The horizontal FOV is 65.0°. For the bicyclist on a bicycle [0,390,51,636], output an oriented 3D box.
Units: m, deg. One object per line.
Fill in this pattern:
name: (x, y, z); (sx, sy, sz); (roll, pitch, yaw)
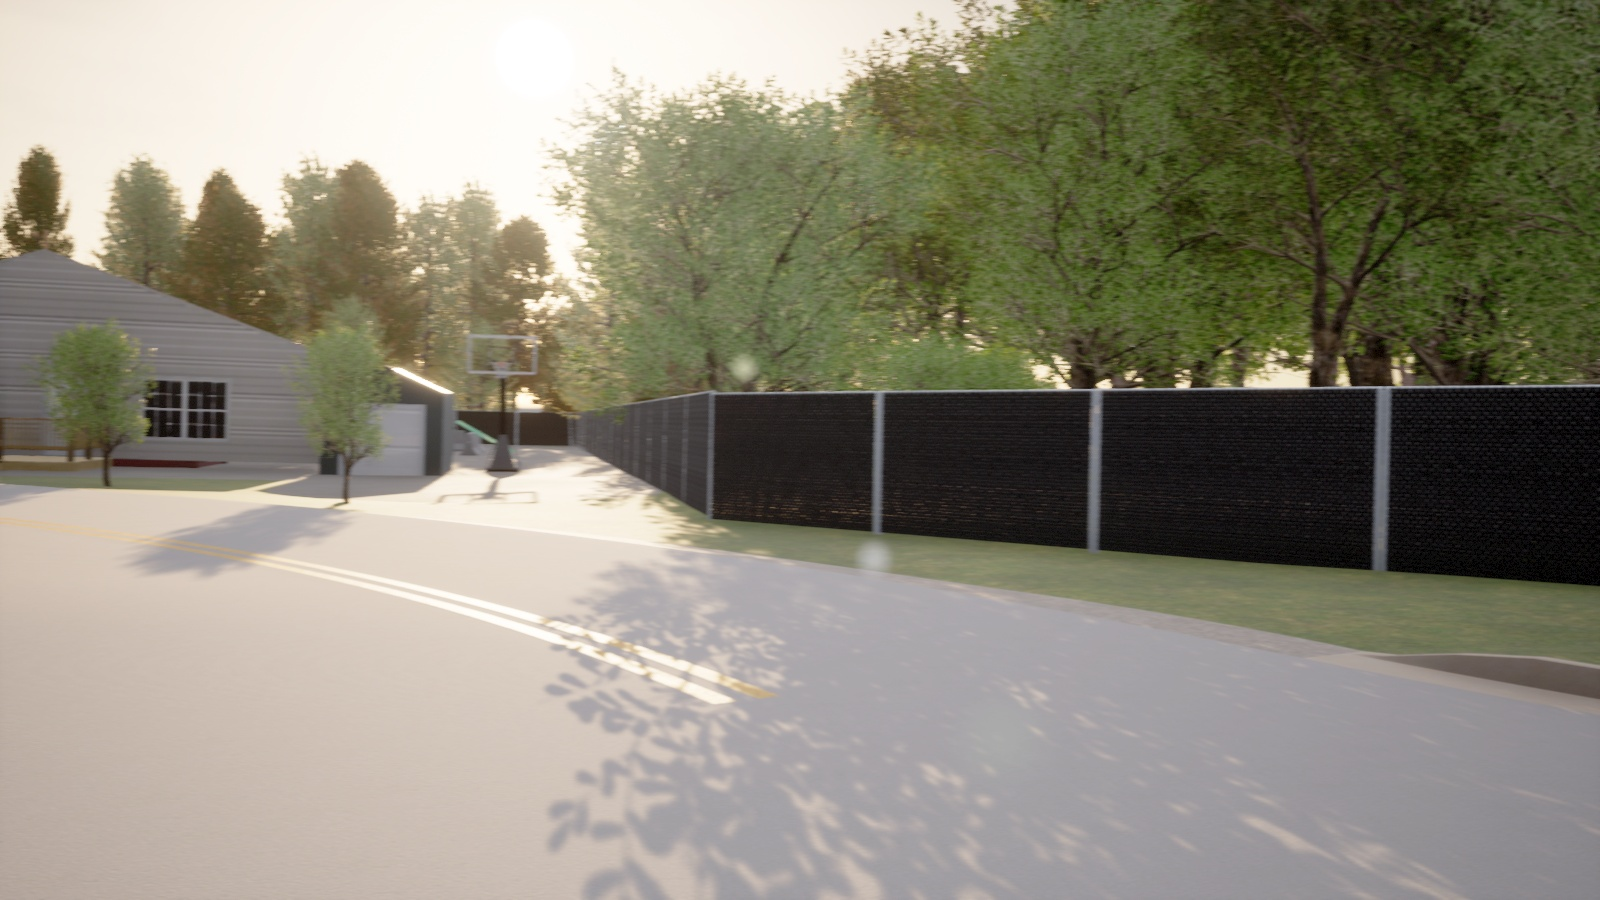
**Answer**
bicyclist on a bicycle: (-5.879, 0.402, 8.845); (1.656, 1.620, 0.582); (1, 2, 43)
